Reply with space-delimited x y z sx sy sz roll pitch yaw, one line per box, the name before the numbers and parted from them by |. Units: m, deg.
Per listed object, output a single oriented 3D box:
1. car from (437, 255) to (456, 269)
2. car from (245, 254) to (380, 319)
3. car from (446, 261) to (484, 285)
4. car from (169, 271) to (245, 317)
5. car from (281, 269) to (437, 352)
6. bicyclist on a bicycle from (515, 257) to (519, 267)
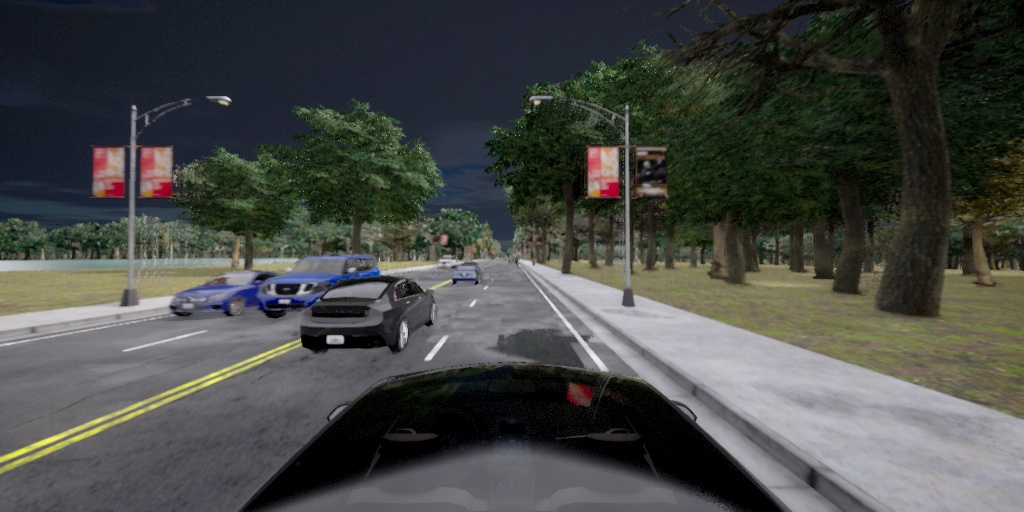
car | -9.813 0.934 54.603 2.150 2.045 5.566 0 0 0
car | -6.598 0.959 13.169 2.150 2.045 5.566 0 0 0
car | -3.153 1.271 26.152 2.033 1.411 5.357 0 0 0
car | -9.848 1.263 13.229 1.812 1.442 4.674 0 0 0
car | -3.154 1.247 8.831 1.837 1.490 4.892 0 0 0
bicyclist on a bicycle | 0.893 1.164 63.684 0.582 1.620 1.656 0 0 0
